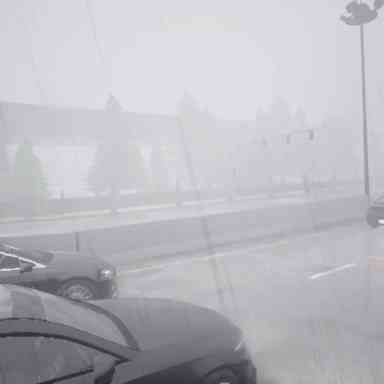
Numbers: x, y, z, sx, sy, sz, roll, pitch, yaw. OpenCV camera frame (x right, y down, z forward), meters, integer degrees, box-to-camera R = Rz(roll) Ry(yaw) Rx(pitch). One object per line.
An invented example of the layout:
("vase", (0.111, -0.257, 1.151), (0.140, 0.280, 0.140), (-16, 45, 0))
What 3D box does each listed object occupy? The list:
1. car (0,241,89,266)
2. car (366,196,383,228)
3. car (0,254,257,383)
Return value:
("car", (-3.670, 1.492, 5.433), (4.902, 1.511, 2.128), (-1, 0, -36))
("car", (9.803, 0.811, 15.130), (4.892, 1.490, 1.837), (-4, 3, -36))
("car", (-1.560, 1.525, 2.638), (4.674, 1.442, 1.812), (-1, 1, -36))
